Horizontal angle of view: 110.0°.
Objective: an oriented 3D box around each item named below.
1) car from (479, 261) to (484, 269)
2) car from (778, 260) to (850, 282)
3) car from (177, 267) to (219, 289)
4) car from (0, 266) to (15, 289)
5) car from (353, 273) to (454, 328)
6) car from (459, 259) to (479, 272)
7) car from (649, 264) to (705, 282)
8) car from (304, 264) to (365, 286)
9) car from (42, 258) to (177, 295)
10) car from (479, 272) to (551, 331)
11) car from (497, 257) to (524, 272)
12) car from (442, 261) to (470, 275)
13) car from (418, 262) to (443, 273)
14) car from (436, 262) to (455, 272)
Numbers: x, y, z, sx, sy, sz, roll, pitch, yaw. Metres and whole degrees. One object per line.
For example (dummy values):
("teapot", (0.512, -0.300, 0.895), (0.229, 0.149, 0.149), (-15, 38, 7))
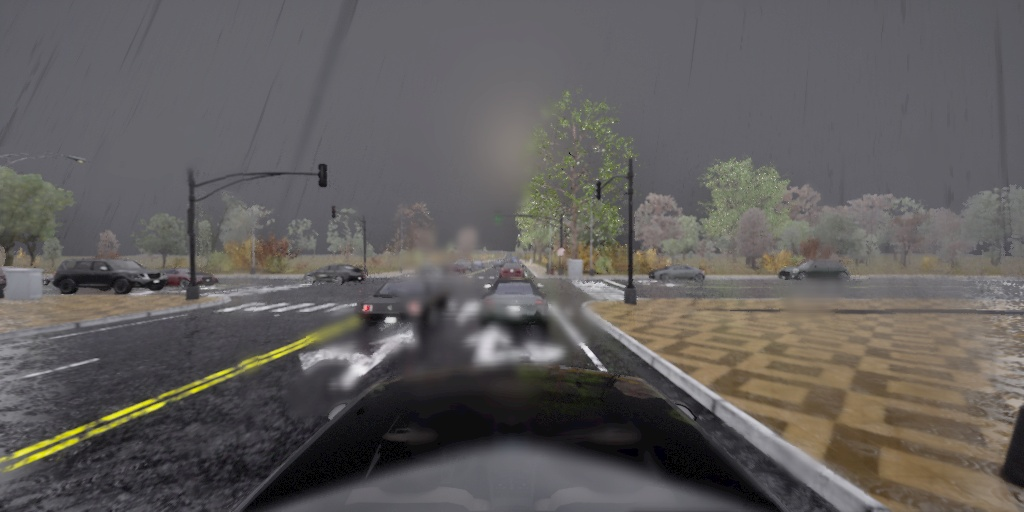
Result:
("car", (-6.152, 1.589, 65.178), (1.812, 1.442, 4.674), (0, 0, 1))
("car", (24.137, 1.146, 28.805), (4.553, 1.767, 2.097), (0, 1, 3))
("car", (-22.840, 1.484, 24.755), (4.181, 1.385, 1.994), (0, 1, 2))
("car", (-34.137, 1.490, 21.988), (4.674, 1.442, 1.812), (0, 1, 3))
("car", (-3.161, 1.405, 11.631), (1.895, 1.301, 4.718), (0, 0, 0))
("car", (-6.401, 1.509, 52.138), (1.837, 1.490, 4.892), (0, 0, 1))
("car", (13.408, 1.372, 29.300), (4.181, 1.385, 1.994), (0, 1, 3))
("car", (-13.488, 1.386, 27.230), (4.892, 1.490, 1.837), (0, -1, 20))
("car", (-24.008, 1.175, 21.547), (5.566, 2.045, 2.150), (0, 1, 2))
("car", (0.088, 1.366, 11.272), (1.994, 1.385, 4.181), (0, 0, 0))
("car", (0.005, 1.231, 31.685), (2.097, 1.767, 4.553), (0, 0, 0))
("car", (-6.553, 1.563, 42.690), (1.895, 1.301, 4.718), (0, 0, 1))
("car", (-9.801, 1.466, 42.812), (1.837, 1.490, 4.892), (0, 0, 1))
("car", (-9.644, 1.606, 52.451), (1.895, 1.301, 4.718), (0, 0, 1))
